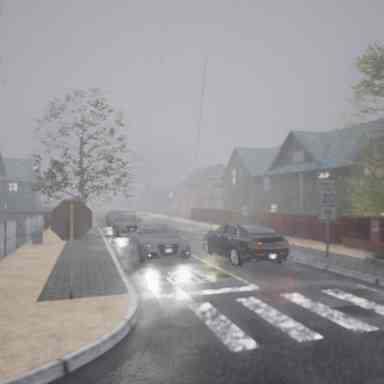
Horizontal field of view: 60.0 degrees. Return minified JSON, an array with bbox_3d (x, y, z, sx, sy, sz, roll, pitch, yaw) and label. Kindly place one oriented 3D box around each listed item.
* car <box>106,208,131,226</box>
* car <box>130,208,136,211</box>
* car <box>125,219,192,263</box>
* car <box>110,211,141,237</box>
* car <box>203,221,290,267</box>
[{"bbox_3d":[-7.662,2.609,33.740,1.837,1.490,4.892,0,-2,-18],"label":"car"},{"bbox_3d":[-9.079,3.011,47.915,1.882,1.535,5.008,0,-2,-17],"label":"car"},{"bbox_3d":[-1.467,2.042,14.129,1.994,1.385,4.181,0,-2,-18],"label":"car"},{"bbox_3d":[-4.549,2.353,23.860,1.994,1.385,4.181,0,-2,-18],"label":"car"},{"bbox_3d":[1.927,1.928,13.207,1.837,1.490,4.892,0,-2,-18],"label":"car"}]
